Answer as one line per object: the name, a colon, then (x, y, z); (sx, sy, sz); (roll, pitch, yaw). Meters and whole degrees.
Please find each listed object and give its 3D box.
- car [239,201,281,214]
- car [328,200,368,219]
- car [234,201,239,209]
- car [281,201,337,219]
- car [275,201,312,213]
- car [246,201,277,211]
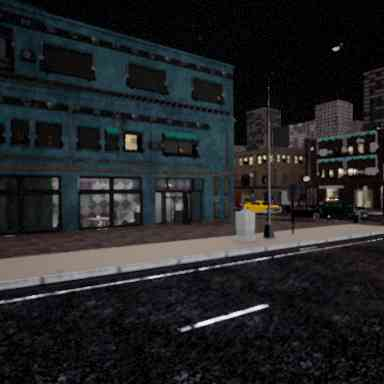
car: (8.500, 1.849, 40.494); (1.882, 1.535, 5.008); (-1, 0, -35)
car: (14.421, 1.605, 32.092); (2.097, 1.767, 4.553); (-1, 0, -34)
car: (6.860, 2.029, 52.785); (1.802, 1.307, 4.206); (-1, 0, -35)
car: (11.175, 1.862, 32.036); (1.947, 1.339, 4.313); (-1, 0, -35)
car: (13.272, 1.873, 43.762); (2.008, 1.369, 4.403); (-1, 0, -35)
car: (10.066, 1.967, 48.274); (1.802, 1.307, 4.206); (-1, 0, -35)
